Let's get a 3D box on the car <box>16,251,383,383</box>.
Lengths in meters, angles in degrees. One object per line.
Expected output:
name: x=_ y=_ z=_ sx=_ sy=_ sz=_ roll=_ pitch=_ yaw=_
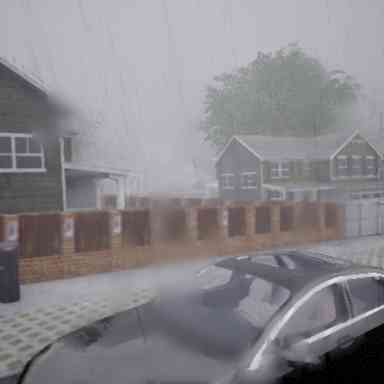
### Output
car: x=0.812 y=1.482 z=3.498 sx=4.902 sy=1.511 sz=2.128 roll=0 pitch=0 yaw=-34
